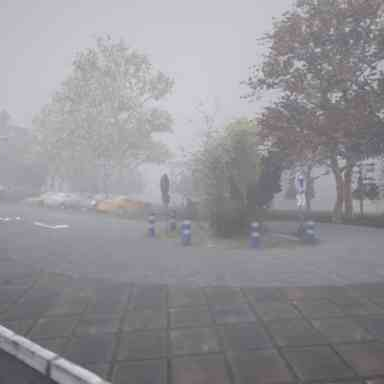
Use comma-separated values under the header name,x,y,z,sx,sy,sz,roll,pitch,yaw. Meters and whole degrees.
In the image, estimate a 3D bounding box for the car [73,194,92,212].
name,x,y,z,sx,sy,sz,roll,pitch,yaw
car,-7.720,0.853,29.539,2.185,1.767,4.553,2,1,36

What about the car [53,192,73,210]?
name,x,y,z,sx,sy,sz,roll,pitch,yaw
car,-9.899,0.921,31.046,2.163,1.488,4.792,2,1,36

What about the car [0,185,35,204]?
name,x,y,z,sx,sy,sz,roll,pitch,yaw
car,-18.817,0.273,37.595,2.435,2.045,5.566,2,1,36

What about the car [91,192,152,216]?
name,x,y,z,sx,sy,sz,roll,pitch,yaw
car,-5.503,1.071,27.884,2.097,1.535,5.008,2,1,36

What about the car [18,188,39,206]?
name,x,y,z,sx,sy,sz,roll,pitch,yaw
car,-14.470,0.704,34.173,1.946,1.575,5.366,2,1,36

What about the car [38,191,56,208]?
name,x,y,z,sx,sy,sz,roll,pitch,yaw
car,-12.124,0.839,32.695,2.002,1.452,4.674,2,1,36
